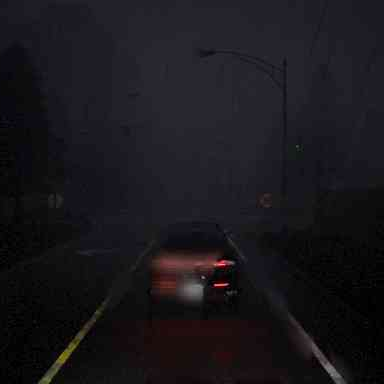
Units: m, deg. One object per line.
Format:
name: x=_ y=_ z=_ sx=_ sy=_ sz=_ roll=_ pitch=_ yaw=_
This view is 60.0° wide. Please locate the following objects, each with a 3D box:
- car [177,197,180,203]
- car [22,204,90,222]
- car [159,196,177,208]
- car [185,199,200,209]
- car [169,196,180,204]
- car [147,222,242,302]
car: x=-3.513 y=1.478 z=56.130 sx=1.882 sy=1.535 sz=5.008 roll=0 pitch=0 yaw=0
car: x=-10.410 y=1.615 z=25.792 sx=4.718 sy=1.301 sz=1.895 roll=0 pitch=0 yaw=-2
car: x=-3.524 y=1.526 z=46.841 sx=1.812 sy=1.442 sz=4.674 roll=0 pitch=0 yaw=0
car: x=0.104 y=1.564 z=44.959 sx=1.994 sy=1.385 sz=4.181 roll=0 pitch=0 yaw=1
car: x=-3.445 y=1.564 z=66.101 sx=1.994 sy=1.385 sz=4.181 roll=0 pitch=0 yaw=1
car: x=0.065 y=1.492 z=8.242 sx=2.128 sy=1.511 sz=4.902 roll=0 pitch=0 yaw=1
